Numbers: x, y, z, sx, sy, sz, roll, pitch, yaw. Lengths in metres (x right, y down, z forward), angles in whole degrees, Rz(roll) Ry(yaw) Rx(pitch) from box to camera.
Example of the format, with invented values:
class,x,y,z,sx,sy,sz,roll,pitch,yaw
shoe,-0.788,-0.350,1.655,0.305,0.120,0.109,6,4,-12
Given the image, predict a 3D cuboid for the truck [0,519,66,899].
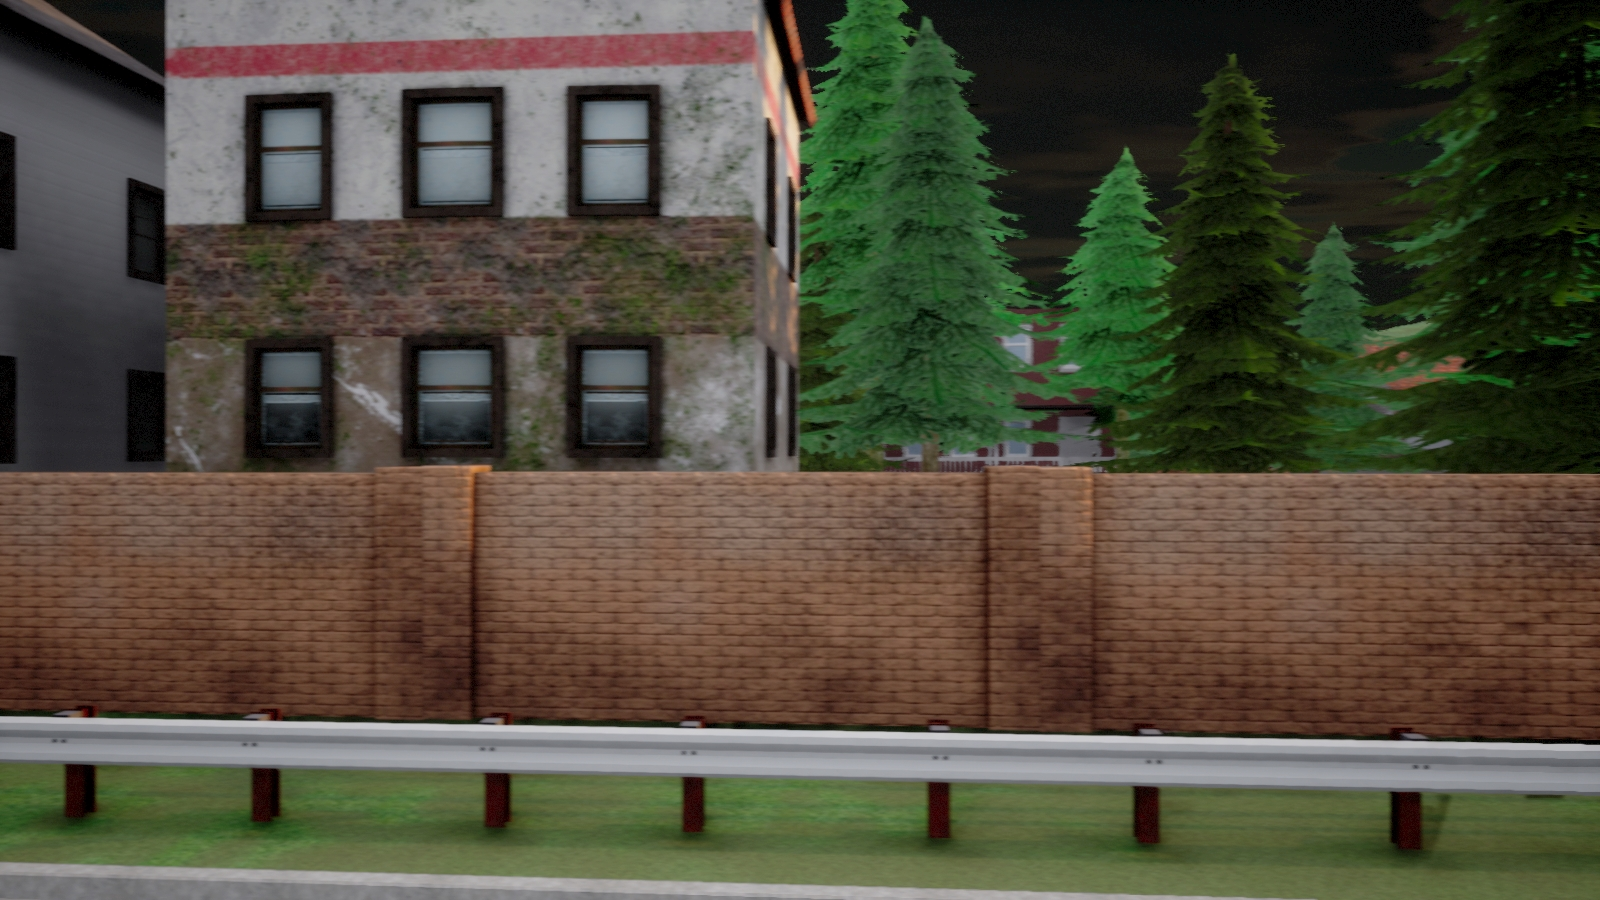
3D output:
class,x,y,z,sx,sy,sz,roll,pitch,yaw
truck,-6.331,1.563,4.530,5.204,2.467,2.627,0,0,4
